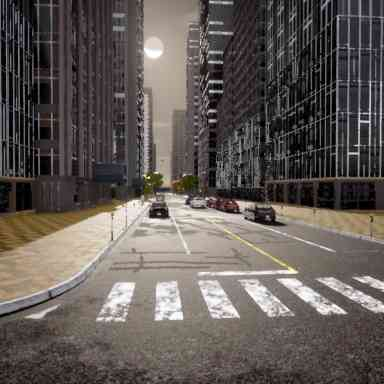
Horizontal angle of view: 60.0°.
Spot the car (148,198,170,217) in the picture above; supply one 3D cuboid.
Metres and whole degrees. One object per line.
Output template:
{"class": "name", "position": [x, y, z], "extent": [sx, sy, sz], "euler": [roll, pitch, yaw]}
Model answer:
{"class": "car", "position": [-3.070, 1.553, 31.107], "extent": [1.947, 1.339, 4.313], "euler": [-1, 0, -5]}

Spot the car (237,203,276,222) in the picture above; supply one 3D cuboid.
{"class": "car", "position": [5.260, 1.540, 26.229], "extent": [2.008, 1.369, 4.403], "euler": [-1, 0, -5]}

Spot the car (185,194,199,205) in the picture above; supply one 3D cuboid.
{"class": "car", "position": [-0.096, 1.554, 57.898], "extent": [1.994, 1.385, 4.181], "euler": [0, 0, -5]}

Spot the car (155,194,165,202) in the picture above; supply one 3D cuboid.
{"class": "car", "position": [-7.220, 1.311, 76.104], "extent": [2.192, 1.841, 5.009], "euler": [-1, 0, -5]}

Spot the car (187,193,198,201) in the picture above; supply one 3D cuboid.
{"class": "car", "position": [0.073, 1.316, 82.478], "extent": [2.192, 1.841, 5.009], "euler": [-1, 0, -5]}

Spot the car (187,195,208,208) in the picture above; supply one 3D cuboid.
{"class": "car", "position": [0.818, 1.514, 48.018], "extent": [1.812, 1.442, 4.674], "euler": [0, 0, -5]}

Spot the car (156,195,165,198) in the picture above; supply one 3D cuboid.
{"class": "car", "position": [-4.091, 1.512, 42.187], "extent": [1.752, 1.417, 4.829], "euler": [-1, 0, -5]}

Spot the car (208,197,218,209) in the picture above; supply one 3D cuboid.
{"class": "car", "position": [3.705, 1.533, 43.103], "extent": [1.887, 1.381, 4.507], "euler": [-1, 0, -5]}

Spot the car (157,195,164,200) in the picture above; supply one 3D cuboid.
{"class": "car", "position": [-8.772, 1.589, 92.978], "extent": [1.802, 1.307, 4.206], "euler": [-1, 0, -5]}

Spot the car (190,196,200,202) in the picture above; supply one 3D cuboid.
{"class": "car", "position": [0.595, 1.580, 76.853], "extent": [1.802, 1.307, 4.206], "euler": [-1, 0, -5]}

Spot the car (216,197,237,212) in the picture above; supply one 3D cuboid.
{"class": "car", "position": [4.224, 1.570, 37.478], "extent": [1.802, 1.307, 4.206], "euler": [-1, 0, -5]}

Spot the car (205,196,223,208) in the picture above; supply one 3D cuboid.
{"class": "car", "position": [3.185, 1.429, 48.728], "extent": [1.967, 1.590, 4.097], "euler": [-1, 0, -5]}
